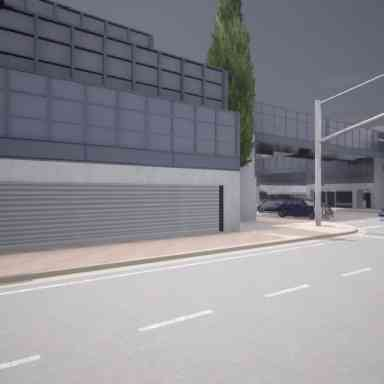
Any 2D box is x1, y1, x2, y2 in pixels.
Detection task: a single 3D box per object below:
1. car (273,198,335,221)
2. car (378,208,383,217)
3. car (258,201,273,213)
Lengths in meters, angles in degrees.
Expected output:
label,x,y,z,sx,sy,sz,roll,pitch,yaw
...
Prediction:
label,x,y,z,sx,sy,sz,roll,pitch,yaw
car,9.462,1.352,27.788,2.097,1.767,4.553,0,0,-37
car,16.968,1.548,24.731,5.357,1.411,2.033,0,0,42
car,8.850,1.563,34.461,1.994,1.385,4.181,0,0,-37
